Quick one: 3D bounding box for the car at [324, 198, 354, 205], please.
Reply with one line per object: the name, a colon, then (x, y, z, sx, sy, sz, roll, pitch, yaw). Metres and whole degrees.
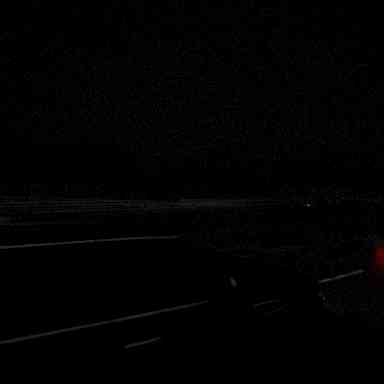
car: (17.778, 1.493, 38.038, 4.902, 1.511, 2.128, 0, 0, -35)

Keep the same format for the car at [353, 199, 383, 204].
car: (19.297, 1.518, 34.831, 4.674, 1.442, 1.812, 0, 0, -35)

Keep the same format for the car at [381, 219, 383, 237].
car: (10.804, 1.498, 15.748, 4.892, 1.490, 1.837, 0, 0, -35)

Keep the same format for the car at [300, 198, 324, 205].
car: (15.026, 1.500, 40.385, 4.892, 1.490, 1.837, 1, 0, -35)

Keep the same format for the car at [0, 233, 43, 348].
car: (-5.079, 1.548, 4.425, 5.357, 1.411, 2.033, 0, 0, -35)

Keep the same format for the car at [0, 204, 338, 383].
car: (-1.016, 1.221, 3.021, 5.566, 2.045, 2.150, 0, 0, -35)
